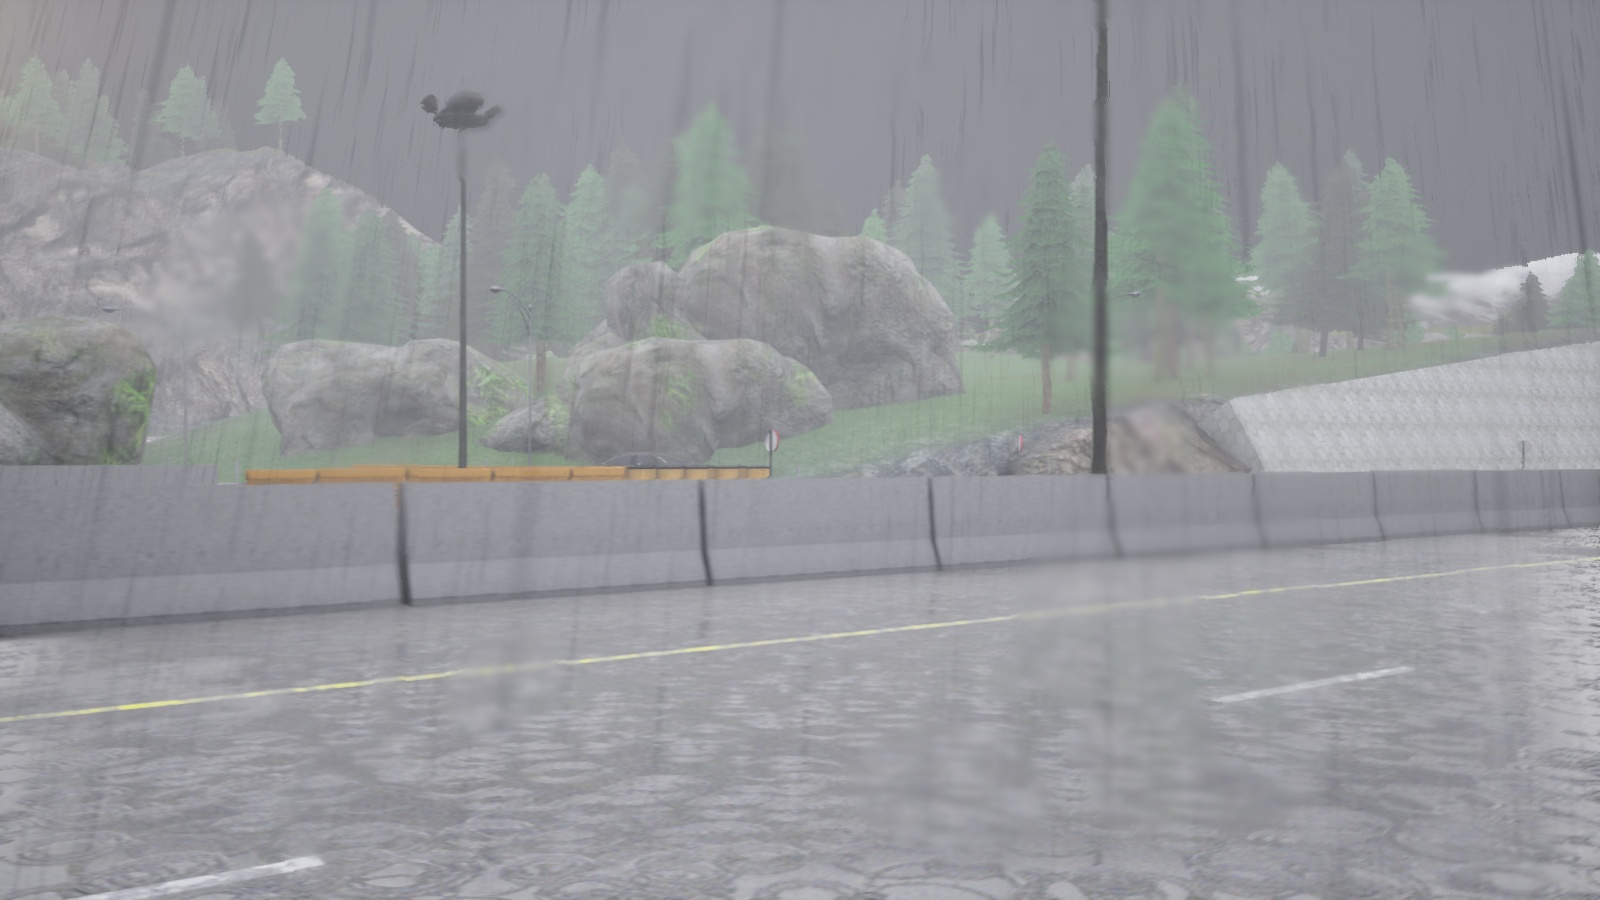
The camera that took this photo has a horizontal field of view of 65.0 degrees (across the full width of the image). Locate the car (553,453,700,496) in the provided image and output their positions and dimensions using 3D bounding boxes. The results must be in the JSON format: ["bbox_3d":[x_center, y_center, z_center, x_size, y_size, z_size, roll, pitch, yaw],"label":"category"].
[{"bbox_3d":[-6.144,0.872,44.681,4.892,1.490,1.837,0,0,5],"label":"car"}]
